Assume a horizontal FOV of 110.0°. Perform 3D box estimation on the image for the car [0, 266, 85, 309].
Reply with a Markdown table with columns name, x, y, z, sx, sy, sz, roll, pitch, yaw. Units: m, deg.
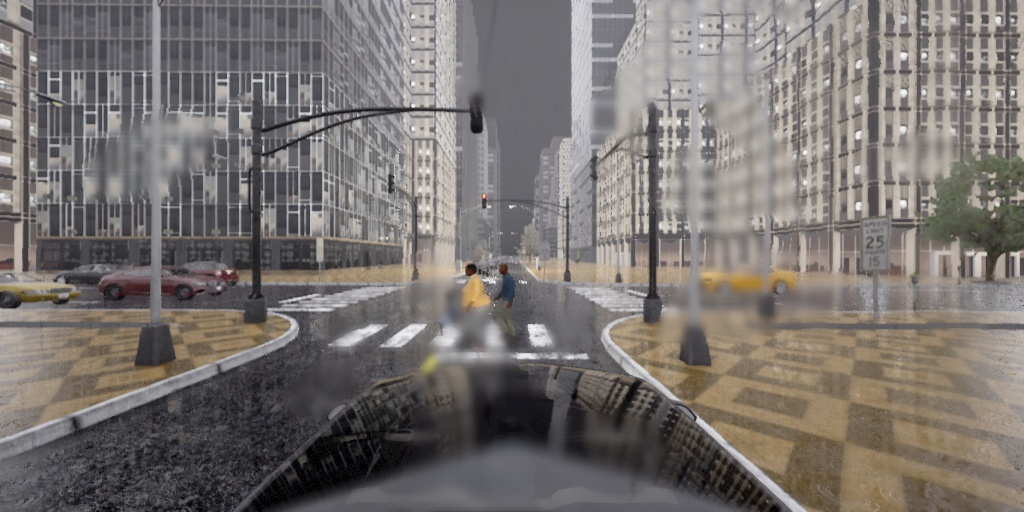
| name | x | y | z | sx | sy | sz | roll | pitch | yaw |
| --- | --- | --- | --- | --- | --- | --- | --- | --- | --- |
| car | -18.880 | 1.132 | 13.154 | 4.829 | 1.417 | 1.751 | 0 | 0 | -1 |

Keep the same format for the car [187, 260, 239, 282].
| name | x | y | z | sx | sy | sz | roll | pitch | yaw |
| --- | --- | --- | --- | --- | --- | --- | --- | --- | --- |
| car | -19.177 | 1.053 | 21.790 | 4.097 | 1.591 | 1.967 | 0 | 0 | -1 |

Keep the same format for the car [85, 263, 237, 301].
| name | x | y | z | sx | sy | sz | roll | pitch | yaw |
| --- | --- | --- | --- | --- | --- | --- | --- | --- | --- |
| car | -15.382 | 1.155 | 15.929 | 4.674 | 1.442 | 1.812 | 0 | 0 | -2 |

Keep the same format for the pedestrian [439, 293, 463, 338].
| name | x | y | z | sx | sy | sz | roll | pitch | yaw |
| --- | --- | --- | --- | --- | --- | --- | --- | --- | --- |
| pedestrian | -1.470 | 1.018 | 8.692 | 0.375 | 1.860 | 0.375 | 0 | 0 | 0 |

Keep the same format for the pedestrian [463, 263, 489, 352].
| name | x | y | z | sx | sy | sz | roll | pitch | yaw |
| --- | --- | --- | --- | --- | --- | --- | --- | --- | --- |
| pedestrian | -0.736 | 1.027 | 7.374 | 0.375 | 1.860 | 0.375 | 0 | 0 | 0 |

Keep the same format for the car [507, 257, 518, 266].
| name | x | y | z | sx | sy | sz | roll | pitch | yaw |
| --- | --- | --- | --- | --- | --- | --- | --- | --- | --- |
| car | 0.102 | 1.110 | 63.553 | 2.033 | 1.411 | 5.357 | 0 | 0 | 0 |

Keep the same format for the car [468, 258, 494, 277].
| name | x | y | z | sx | sy | sz | roll | pitch | yaw |
| --- | --- | --- | --- | --- | --- | --- | --- | --- | --- |
| car | -3.041 | 1.159 | 34.077 | 1.837 | 1.490 | 4.892 | 0 | 0 | 0 |

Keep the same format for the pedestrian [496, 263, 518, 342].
| name | x | y | z | sx | sy | sz | roll | pitch | yaw |
| --- | --- | --- | --- | --- | --- | --- | --- | --- | --- |
| pedestrian | -0.115 | 1.025 | 8.090 | 0.375 | 1.860 | 0.375 | 0 | 0 | 0 |

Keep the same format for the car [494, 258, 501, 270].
| name | x | y | z | sx | sy | sz | roll | pitch | yaw |
| --- | --- | --- | --- | --- | --- | --- | --- | --- | --- |
| car | -3.006 | 1.096 | 49.380 | 2.128 | 1.511 | 4.902 | 0 | 0 | 0 |

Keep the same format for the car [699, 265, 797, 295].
| name | x | y | z | sx | sy | sz | roll | pitch | yaw |
| --- | --- | --- | --- | --- | --- | --- | --- | --- | --- |
| car | 12.609 | 1.248 | 19.534 | 5.008 | 1.535 | 1.882 | 0 | 0 | -1 |
